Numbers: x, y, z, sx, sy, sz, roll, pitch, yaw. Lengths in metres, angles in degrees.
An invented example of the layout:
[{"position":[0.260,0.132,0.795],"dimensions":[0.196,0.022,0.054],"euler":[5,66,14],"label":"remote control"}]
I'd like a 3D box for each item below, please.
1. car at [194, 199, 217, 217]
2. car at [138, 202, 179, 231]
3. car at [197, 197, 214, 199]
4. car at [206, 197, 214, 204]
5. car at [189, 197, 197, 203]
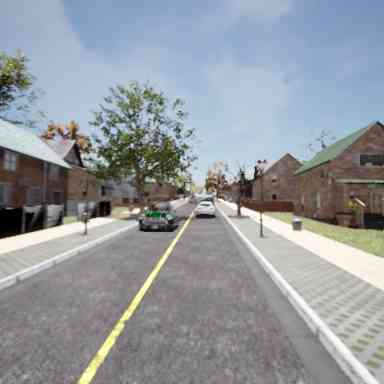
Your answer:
[{"position":[1.377,1.712,33.226],"dimensions":[1.812,1.442,4.674],"euler":[1,0,3],"label":"car"},{"position":[-2.020,1.434,21.203],"dimensions":[2.097,1.767,4.553],"euler":[1,0,2],"label":"car"},{"position":[1.968,1.733,47.529],"dimensions":[1.882,1.535,5.008],"euler":[1,0,3],"label":"car"},{"position":[4.112,1.871,77.277],"dimensions":[1.882,1.535,5.008],"euler":[1,0,2],"label":"car"},{"position":[0.276,1.790,74.392],"dimensions":[1.812,1.442,4.674],"euler":[1,0,2],"label":"car"}]
